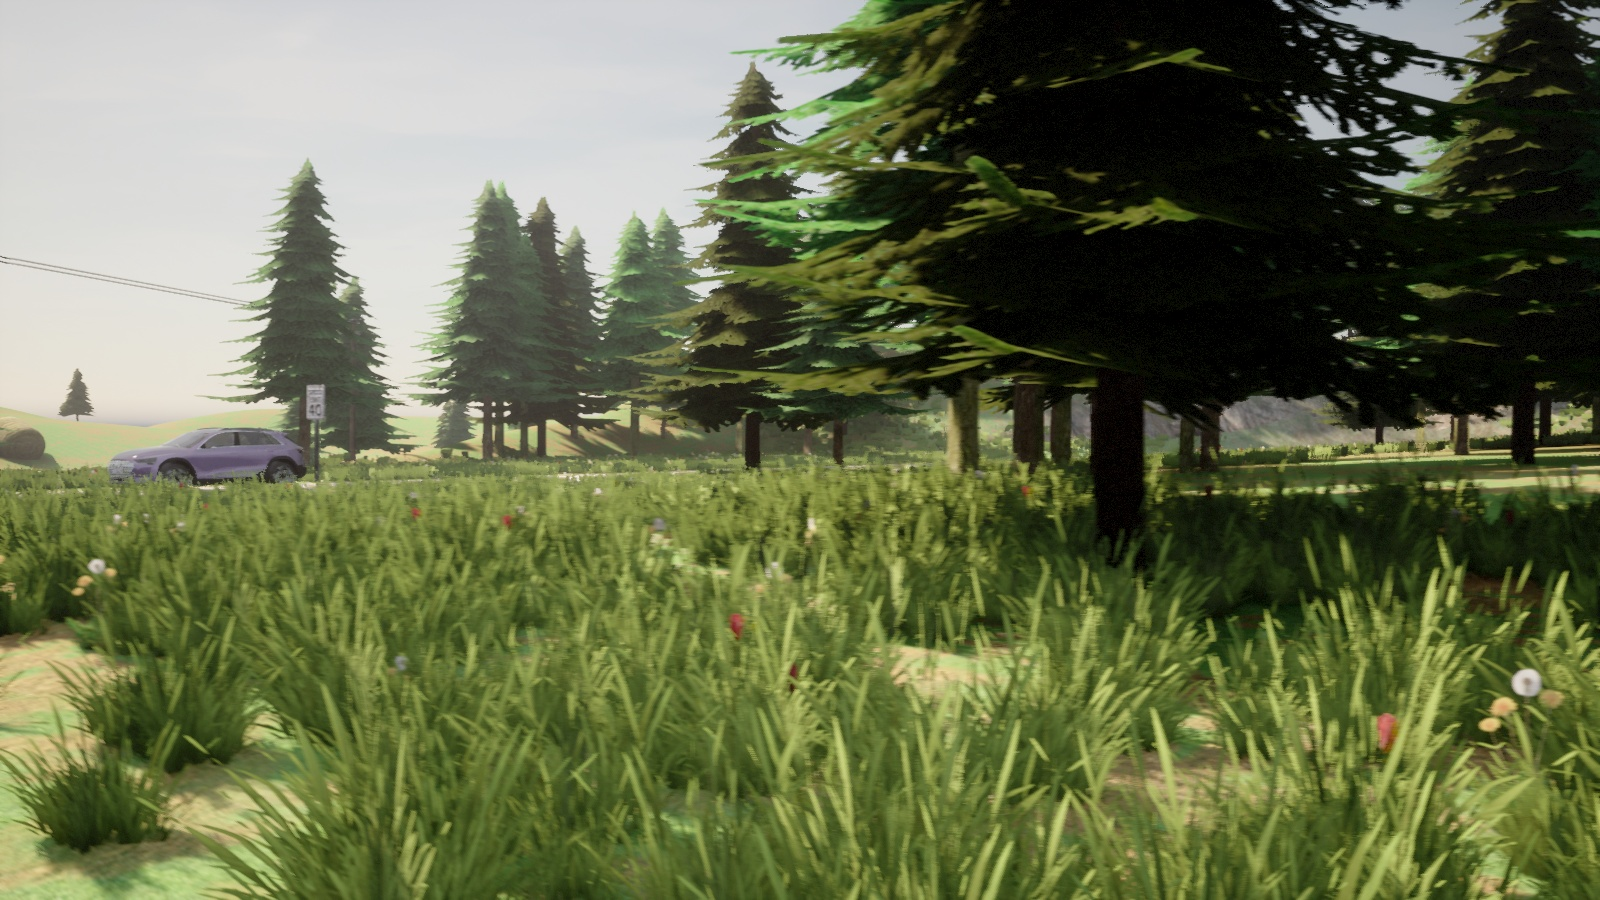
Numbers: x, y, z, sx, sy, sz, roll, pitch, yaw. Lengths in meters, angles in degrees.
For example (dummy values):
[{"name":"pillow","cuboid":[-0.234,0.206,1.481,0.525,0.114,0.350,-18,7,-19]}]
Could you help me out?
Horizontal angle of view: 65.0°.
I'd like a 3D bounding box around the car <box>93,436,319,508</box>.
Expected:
[{"name":"car","cuboid":[-15.032,0.500,32.075,2.033,1.649,4.856,0,1,33]}]
